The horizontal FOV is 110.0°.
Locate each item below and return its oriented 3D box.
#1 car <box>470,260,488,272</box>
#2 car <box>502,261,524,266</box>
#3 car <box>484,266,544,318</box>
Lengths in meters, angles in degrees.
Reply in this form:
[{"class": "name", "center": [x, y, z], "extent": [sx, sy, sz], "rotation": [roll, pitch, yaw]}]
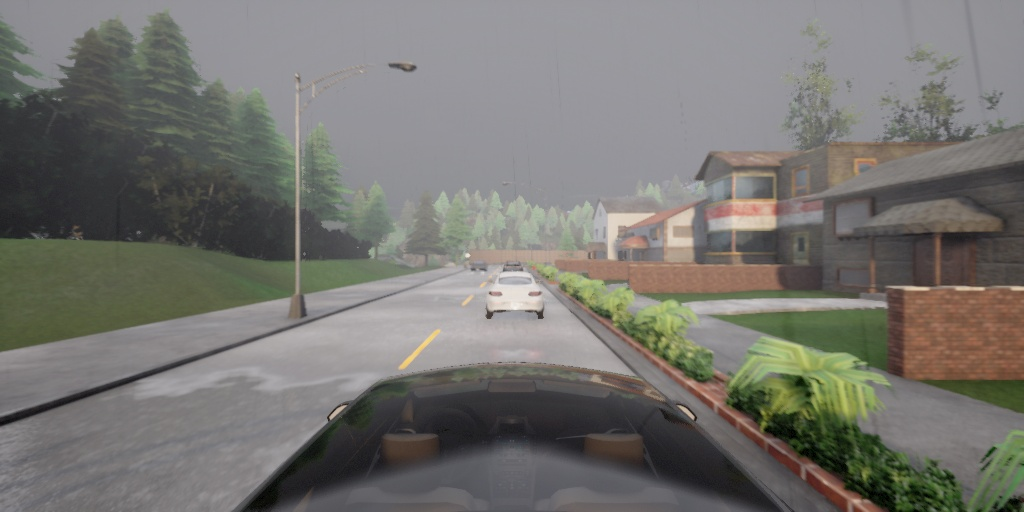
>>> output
[{"class": "car", "center": [-4.018, 1.211, 44.643], "extent": [2.033, 1.411, 5.357], "rotation": [0, 0, 0]}, {"class": "car", "center": [0.093, 1.176, 33.813], "extent": [2.128, 1.511, 4.902], "rotation": [0, 0, 0]}, {"class": "car", "center": [0.098, 1.253, 12.691], "extent": [1.812, 1.442, 4.674], "rotation": [0, 0, 0]}]
